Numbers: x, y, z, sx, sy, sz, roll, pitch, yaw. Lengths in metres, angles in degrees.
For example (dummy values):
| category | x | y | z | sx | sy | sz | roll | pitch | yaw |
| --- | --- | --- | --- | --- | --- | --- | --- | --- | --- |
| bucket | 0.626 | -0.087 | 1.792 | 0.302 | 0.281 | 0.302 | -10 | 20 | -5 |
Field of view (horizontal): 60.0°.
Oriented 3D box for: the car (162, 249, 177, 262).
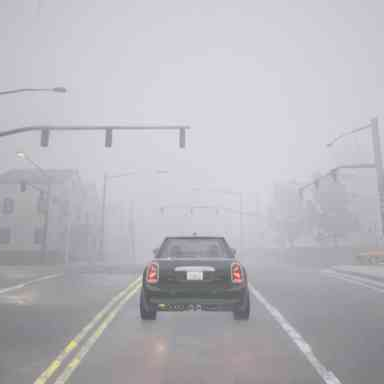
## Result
| category | x | y | z | sx | sy | sz | roll | pitch | yaw |
| --- | --- | --- | --- | --- | --- | --- | --- | --- | --- |
| car | -3.641 | 10.296 | 54.275 | 2.150 | 2.045 | 5.566 | 0 | -10 | 0 |

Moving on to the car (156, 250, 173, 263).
| category | x | y | z | sx | sy | sz | roll | pitch | yaw |
| --- | --- | --- | --- | --- | --- | --- | --- | --- | --- |
| car | -3.630 | 8.602 | 44.405 | 1.882 | 1.535 | 5.008 | 0 | -11 | 0 |

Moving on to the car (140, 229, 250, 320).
| category | x | y | z | sx | sy | sz | roll | pitch | yaw |
| --- | --- | --- | --- | --- | --- | --- | --- | --- | --- |
| car | 0.063 | 1.802 | 8.231 | 2.097 | 1.767 | 4.553 | 0 | -7 | 0 |

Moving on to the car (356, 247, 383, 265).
| category | x | y | z | sx | sy | sz | roll | pitch | yaw |
| --- | --- | --- | --- | --- | --- | --- | --- | --- | --- |
| car | 16.472 | 5.345 | 28.064 | 5.008 | 1.535 | 1.882 | 0 | -11 | 1 |
